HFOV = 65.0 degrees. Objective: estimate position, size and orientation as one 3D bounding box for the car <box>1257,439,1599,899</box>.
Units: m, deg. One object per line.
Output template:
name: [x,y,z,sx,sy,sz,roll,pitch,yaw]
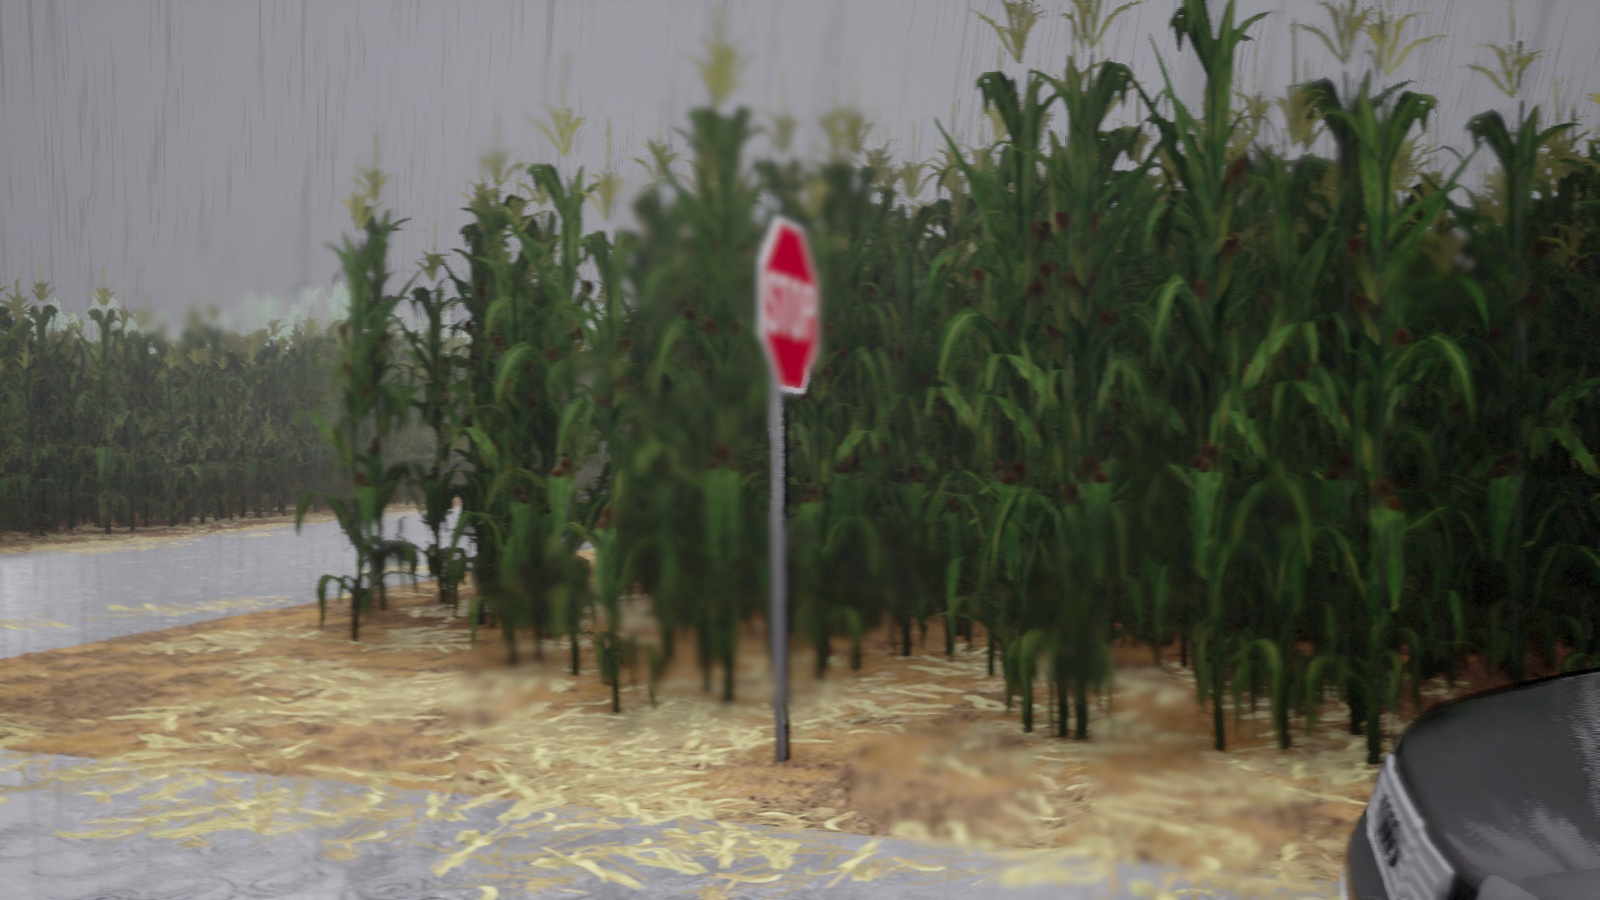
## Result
car: [2.682,0.790,1.868,3.705,1.549,1.789,1,1,19]
